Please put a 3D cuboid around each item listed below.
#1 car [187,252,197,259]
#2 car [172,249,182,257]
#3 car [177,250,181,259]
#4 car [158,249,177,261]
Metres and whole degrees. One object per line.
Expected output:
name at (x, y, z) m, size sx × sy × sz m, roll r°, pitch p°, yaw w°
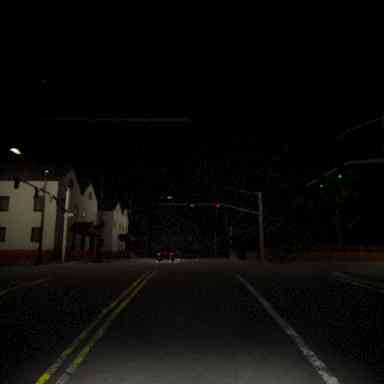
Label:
car at (0.002, 12.861, 67.306) m, size 2.033 × 1.411 × 5.357 m, roll 0°, pitch -11°, yaw 0°
car at (-3.497, 14.242, 77.153) m, size 2.097 × 1.767 × 4.553 m, roll 0°, pitch -11°, yaw 0°
car at (-3.527, 11.862, 62.004) m, size 1.994 × 1.385 × 4.181 m, roll 0°, pitch -11°, yaw 1°
car at (-3.577, 8.688, 46.473) m, size 2.097 × 1.767 × 4.553 m, roll 0°, pitch -11°, yaw 0°
